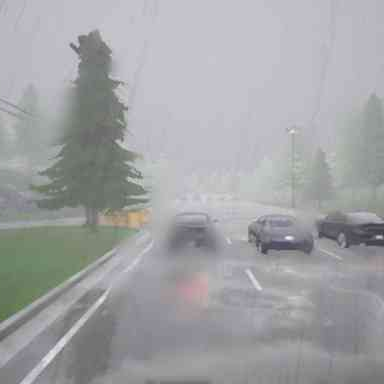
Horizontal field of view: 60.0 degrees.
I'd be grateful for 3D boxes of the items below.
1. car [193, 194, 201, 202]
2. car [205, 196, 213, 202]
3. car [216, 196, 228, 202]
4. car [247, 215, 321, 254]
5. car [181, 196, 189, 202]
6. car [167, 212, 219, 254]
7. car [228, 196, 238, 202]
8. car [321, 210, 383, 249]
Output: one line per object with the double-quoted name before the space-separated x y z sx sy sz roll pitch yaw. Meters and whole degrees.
"car" 1.403 1.684 94.538 2.150 2.045 5.566 0 0 1
"car" 4.887 1.980 93.611 2.128 1.511 4.902 0 0 1
"car" 8.395 2.052 93.994 1.895 1.301 4.718 0 0 1
"car" 3.543 1.633 13.966 1.994 1.385 4.181 0 0 1
"car" -2.112 1.955 93.737 1.837 1.490 4.892 0 0 1
"car" 0.039 1.573 13.790 1.837 1.490 4.892 0 0 1
"car" 11.901 1.958 94.318 1.837 1.490 4.892 0 0 1
"car" 7.062 1.552 14.912 1.882 1.535 5.008 0 0 1
